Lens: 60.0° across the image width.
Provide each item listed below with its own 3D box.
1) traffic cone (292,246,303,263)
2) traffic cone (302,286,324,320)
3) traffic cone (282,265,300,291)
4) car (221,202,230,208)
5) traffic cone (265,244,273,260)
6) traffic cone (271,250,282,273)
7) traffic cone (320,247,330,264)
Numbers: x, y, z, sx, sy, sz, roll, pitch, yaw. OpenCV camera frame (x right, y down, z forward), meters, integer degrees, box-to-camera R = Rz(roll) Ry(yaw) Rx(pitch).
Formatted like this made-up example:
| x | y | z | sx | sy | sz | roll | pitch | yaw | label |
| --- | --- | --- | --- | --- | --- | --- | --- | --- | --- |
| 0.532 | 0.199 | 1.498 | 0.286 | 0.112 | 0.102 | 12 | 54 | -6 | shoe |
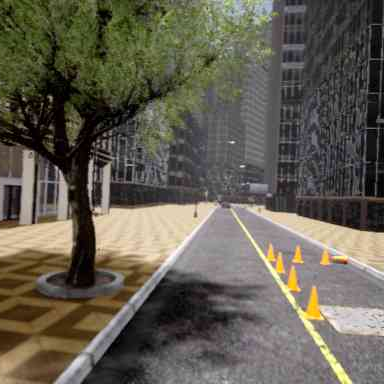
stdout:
| x | y | z | sx | sy | sz | roll | pitch | yaw | label |
| --- | --- | --- | --- | --- | --- | --- | --- | --- | --- |
| 3.960 | 2.305 | 12.431 | 0.340 | 0.580 | 0.340 | 3 | -1 | 6 | traffic cone |
| 2.393 | 2.154 | 6.555 | 0.340 | 0.580 | 0.340 | 3 | -1 | 6 | traffic cone |
| 2.584 | 2.188 | 8.546 | 0.340 | 0.580 | 0.340 | 3 | -1 | 6 | traffic cone |
| 7.832 | 3.025 | 76.547 | 1.994 | 1.385 | 4.181 | 3 | -1 | 8 | car |
| 2.966 | 2.257 | 12.527 | 0.340 | 0.580 | 0.340 | 3 | -1 | 6 | traffic cone |
| 2.775 | 2.223 | 10.536 | 0.340 | 0.580 | 0.340 | 3 | -1 | 6 | traffic cone |
| 4.954 | 2.353 | 12.335 | 0.340 | 0.580 | 0.340 | 3 | -1 | 6 | traffic cone |
